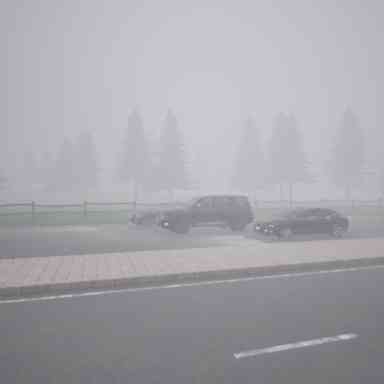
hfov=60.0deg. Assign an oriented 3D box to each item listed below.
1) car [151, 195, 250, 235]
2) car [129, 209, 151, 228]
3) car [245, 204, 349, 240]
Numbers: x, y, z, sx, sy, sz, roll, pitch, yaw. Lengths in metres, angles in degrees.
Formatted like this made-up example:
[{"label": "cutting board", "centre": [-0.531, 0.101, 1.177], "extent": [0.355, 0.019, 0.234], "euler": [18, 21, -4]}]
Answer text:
[{"label": "car", "centre": [0.781, 1.193, 18.666], "extent": [5.566, 2.045, 2.150], "euler": [0, 0, -18]}, {"label": "car", "centre": [-1.555, 1.461, 21.580], "extent": [4.902, 1.511, 2.128], "euler": [0, 0, -18]}, {"label": "car", "centre": [5.407, 1.474, 16.511], "extent": [4.892, 1.490, 1.837], "euler": [0, 0, -18]}]
